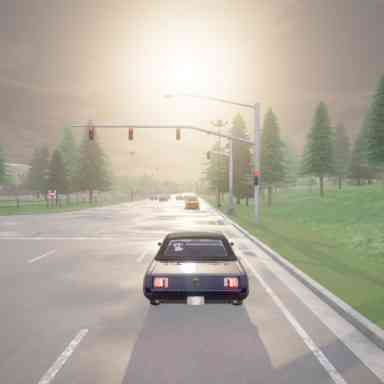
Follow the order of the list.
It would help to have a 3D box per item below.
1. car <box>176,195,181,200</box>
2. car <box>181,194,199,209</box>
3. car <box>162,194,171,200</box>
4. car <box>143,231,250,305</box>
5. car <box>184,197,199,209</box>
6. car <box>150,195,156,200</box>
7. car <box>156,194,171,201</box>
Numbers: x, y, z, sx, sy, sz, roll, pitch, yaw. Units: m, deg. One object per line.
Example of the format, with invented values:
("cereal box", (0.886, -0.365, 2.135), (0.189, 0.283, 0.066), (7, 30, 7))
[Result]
("car", (-3.391, 1.550, 91.127), (1.994, 1.385, 4.181), (0, 0, 0))
("car", (-0.101, 1.098, 46.118), (1.882, 1.535, 5.008), (-3, 16, -5))
("car", (-6.891, 1.370, 90.718), (2.033, 1.411, 5.357), (0, 0, 0))
("car", (0.088, 1.601, 8.002), (1.895, 1.301, 4.718), (0, 0, 0))
("car", (-0.049, 1.575, 49.670), (2.033, 1.411, 5.357), (0, 1, 2))
("car", (-10.391, 1.537, 91.136), (2.033, 1.411, 5.357), (0, 0, 0))
("car", (-6.904, 1.529, 80.298), (2.033, 1.411, 5.357), (0, 0, 0))
